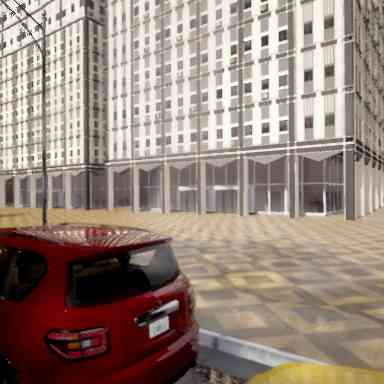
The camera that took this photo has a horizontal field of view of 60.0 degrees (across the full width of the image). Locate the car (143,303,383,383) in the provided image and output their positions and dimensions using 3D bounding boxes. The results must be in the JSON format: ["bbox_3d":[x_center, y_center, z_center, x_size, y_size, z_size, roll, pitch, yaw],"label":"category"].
[{"bbox_3d":[2.200,1.515,1.301,4.829,1.417,1.752,-1,0,36],"label":"car"}]

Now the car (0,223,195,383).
[{"bbox_3d":[-2.248,1.355,4.476,5.009,1.841,2.192,-1,0,36],"label":"car"}]
